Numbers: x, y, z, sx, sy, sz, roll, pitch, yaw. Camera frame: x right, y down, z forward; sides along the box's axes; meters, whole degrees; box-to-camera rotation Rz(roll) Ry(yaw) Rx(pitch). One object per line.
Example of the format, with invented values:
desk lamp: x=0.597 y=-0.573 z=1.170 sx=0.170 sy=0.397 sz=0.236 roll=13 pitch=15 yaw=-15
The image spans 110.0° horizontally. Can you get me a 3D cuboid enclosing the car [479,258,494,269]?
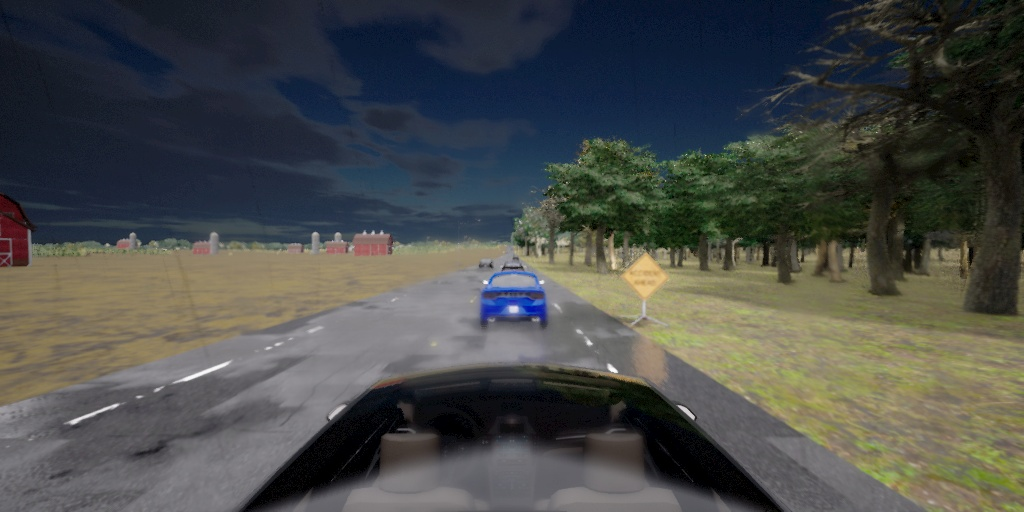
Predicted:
car: x=-3.558 y=1.028 z=49.960 sx=1.882 sy=1.535 sz=5.008 roll=0 pitch=0 yaw=0

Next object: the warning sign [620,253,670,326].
warning sign: x=3.553 y=0.844 z=9.718 sx=1.300 sy=1.860 sz=1.060 roll=0 pitch=0 yaw=0

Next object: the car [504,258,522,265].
car: x=0.084 y=1.157 z=27.918 sx=2.128 sy=1.511 sz=4.902 roll=0 pitch=0 yaw=0

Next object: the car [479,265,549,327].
car: x=0.068 y=1.201 z=11.538 sx=1.882 sy=1.535 sz=5.008 roll=0 pitch=0 yaw=0
